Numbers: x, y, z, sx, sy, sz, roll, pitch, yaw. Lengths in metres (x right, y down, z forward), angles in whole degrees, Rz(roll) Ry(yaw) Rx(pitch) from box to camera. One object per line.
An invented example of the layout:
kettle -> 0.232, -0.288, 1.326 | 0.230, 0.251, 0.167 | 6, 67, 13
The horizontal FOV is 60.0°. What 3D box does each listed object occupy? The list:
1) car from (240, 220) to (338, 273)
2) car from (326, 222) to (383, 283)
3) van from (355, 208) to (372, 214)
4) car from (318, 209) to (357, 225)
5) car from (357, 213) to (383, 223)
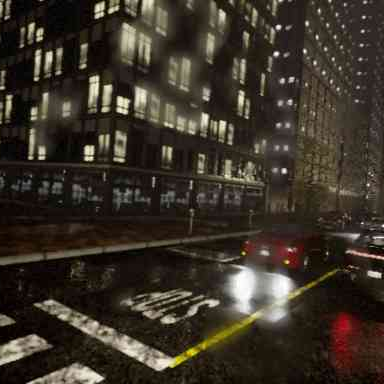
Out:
car -> 3.432, 1.784, 11.785 | 1.994, 1.385, 4.181 | 5, 0, 37
car -> 5.985, 1.931, 10.060 | 2.128, 1.511, 4.902 | 5, 0, 38
van -> 18.436, 2.694, 36.156 | 1.690, 1.788, 3.998 | 4, 0, 37
car -> 11.679, 2.275, 27.130 | 1.967, 1.590, 4.097 | 4, 0, 37
car -> 15.504, 2.751, 27.908 | 1.895, 1.301, 4.718 | 5, 0, 37
